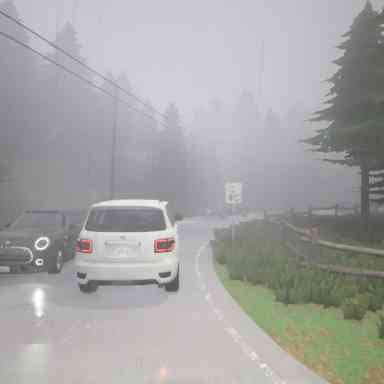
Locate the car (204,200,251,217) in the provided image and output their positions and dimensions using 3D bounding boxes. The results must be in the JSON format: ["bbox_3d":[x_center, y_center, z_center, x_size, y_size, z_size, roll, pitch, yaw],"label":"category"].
[{"bbox_3d":[3.087,1.433,28.633,4.902,1.511,2.128,0,0,-44],"label":"car"}]

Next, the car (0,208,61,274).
[{"bbox_3d":[-4.536,1.320,10.483,2.097,1.767,4.553,0,0,4],"label":"car"}]

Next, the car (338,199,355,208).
[{"bbox_3d":[17.895,1.453,35.982,4.902,1.511,2.128,0,0,-32],"label":"car"}]

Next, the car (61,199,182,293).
[{"bbox_3d":[-1.435,1.200,9.002,2.150,2.045,5.566,0,0,-3],"label":"car"}]
